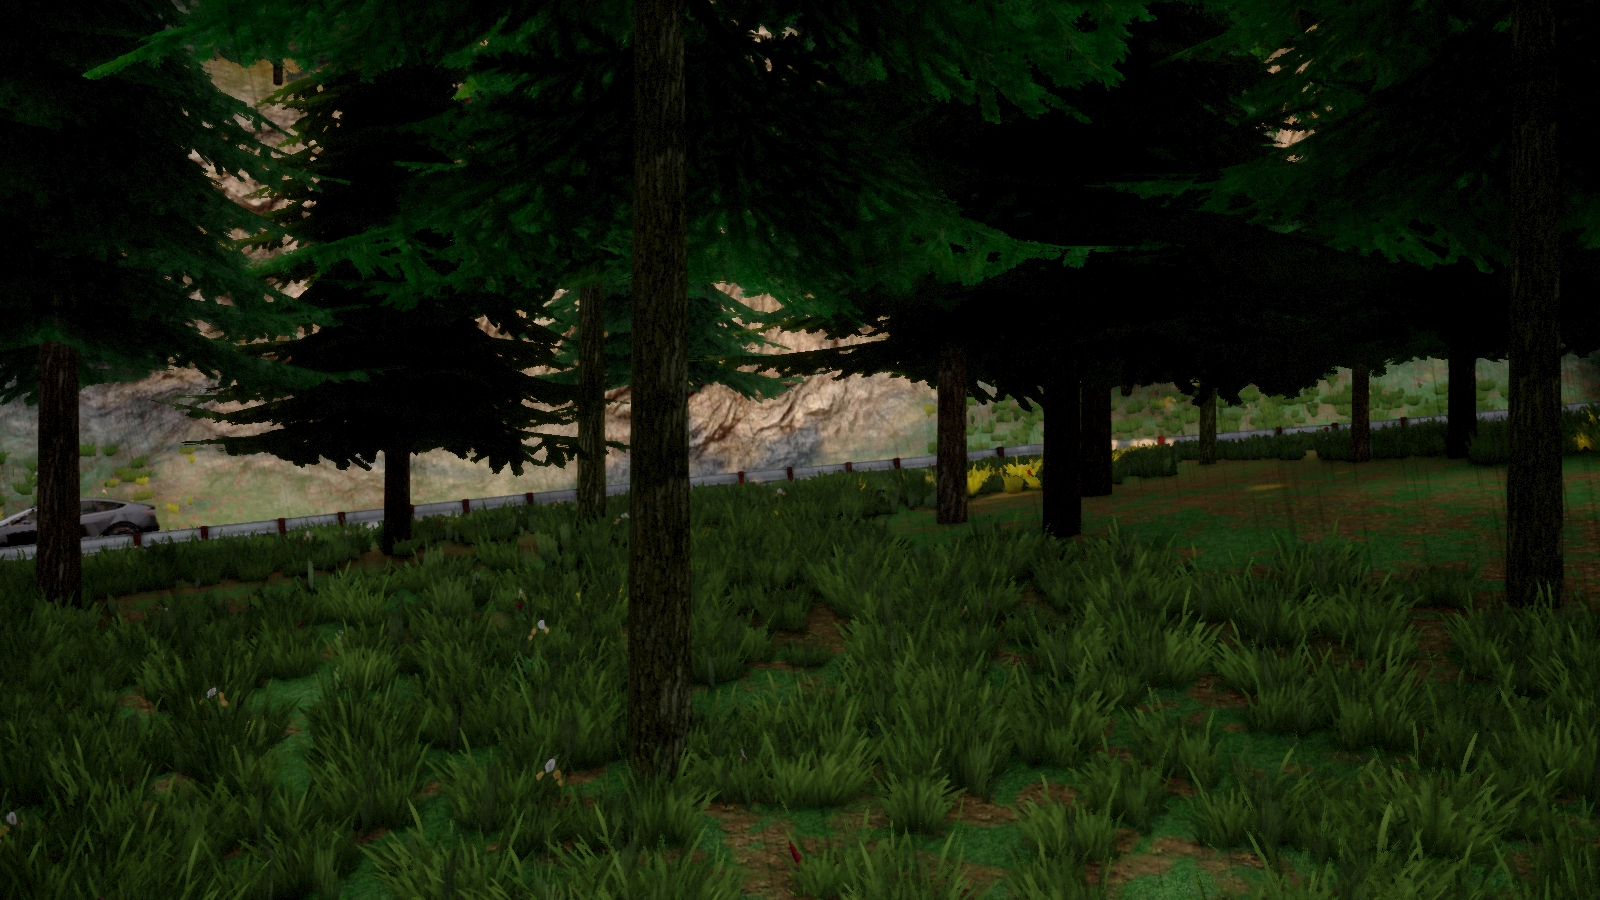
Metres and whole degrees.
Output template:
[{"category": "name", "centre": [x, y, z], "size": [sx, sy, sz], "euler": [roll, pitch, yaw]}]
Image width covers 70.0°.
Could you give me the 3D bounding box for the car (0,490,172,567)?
[{"category": "car", "centre": [-19.391, 2.037, 29.896], "size": [4.792, 1.488, 2.163], "euler": [-6, 3, -38]}]
